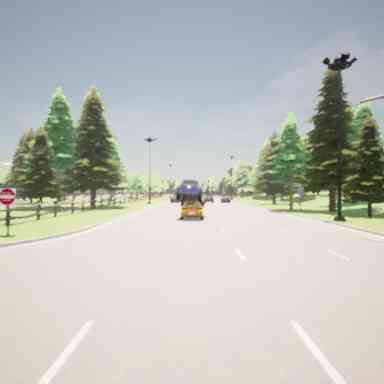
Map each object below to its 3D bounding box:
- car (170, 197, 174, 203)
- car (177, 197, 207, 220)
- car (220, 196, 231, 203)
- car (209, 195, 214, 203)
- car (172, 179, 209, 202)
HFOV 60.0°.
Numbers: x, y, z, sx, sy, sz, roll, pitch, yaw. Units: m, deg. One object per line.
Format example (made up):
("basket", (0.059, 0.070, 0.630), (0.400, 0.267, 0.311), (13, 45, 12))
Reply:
("car", (-3.511, 1.575, 69.575), (1.994, 1.385, 4.181), (0, 0, 0))
("car", (-0.007, 1.494, 28.164), (1.882, 1.535, 5.008), (0, 0, 0))
("car", (6.989, 1.549, 69.610), (2.128, 1.511, 4.902), (0, 0, 0))
("car", (3.489, 1.378, 69.580), (2.097, 1.767, 4.553), (0, 0, 0))
("car", (-0.025, 0.113, 28.512), (2.097, 1.767, 4.553), (4, -13, 7))
